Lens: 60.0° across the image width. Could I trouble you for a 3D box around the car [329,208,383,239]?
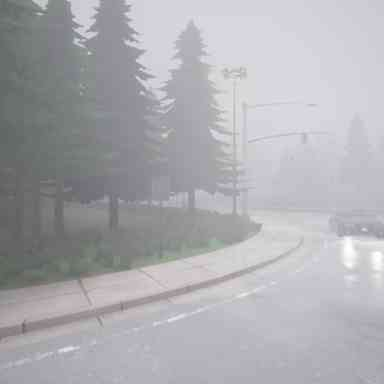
[{"bbox_3d":[8.440,1.560,17.288,1.994,1.385,4.181,0,0,14],"label":"car"}]
